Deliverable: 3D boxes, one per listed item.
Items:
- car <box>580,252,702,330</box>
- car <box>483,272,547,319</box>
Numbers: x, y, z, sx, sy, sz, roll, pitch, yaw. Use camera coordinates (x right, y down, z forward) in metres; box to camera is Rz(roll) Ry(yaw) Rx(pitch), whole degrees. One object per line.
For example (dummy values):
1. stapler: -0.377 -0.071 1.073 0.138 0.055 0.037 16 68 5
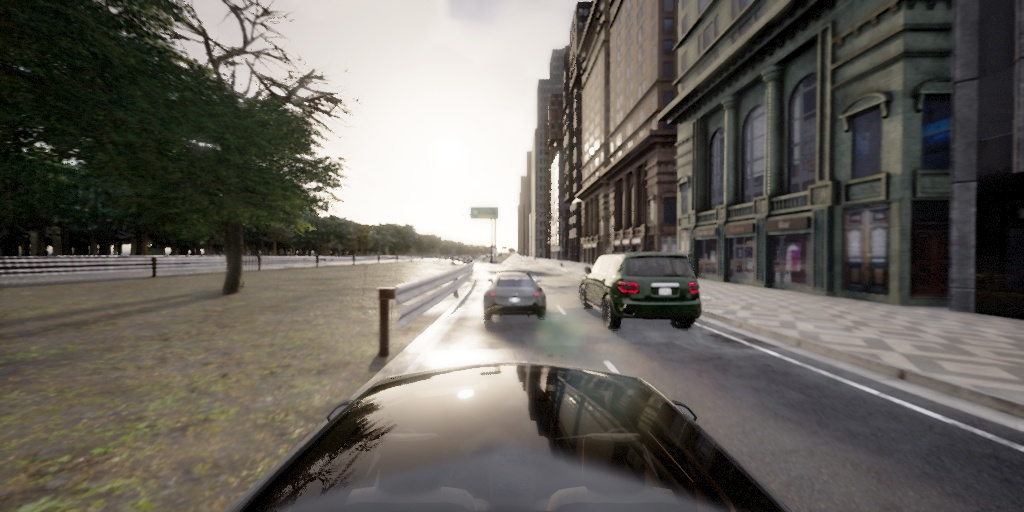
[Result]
1. car: 3.589 0.910 11.050 2.150 2.045 5.566 0 0 0
2. car: 0.092 1.245 12.476 1.994 1.385 4.181 0 0 0
